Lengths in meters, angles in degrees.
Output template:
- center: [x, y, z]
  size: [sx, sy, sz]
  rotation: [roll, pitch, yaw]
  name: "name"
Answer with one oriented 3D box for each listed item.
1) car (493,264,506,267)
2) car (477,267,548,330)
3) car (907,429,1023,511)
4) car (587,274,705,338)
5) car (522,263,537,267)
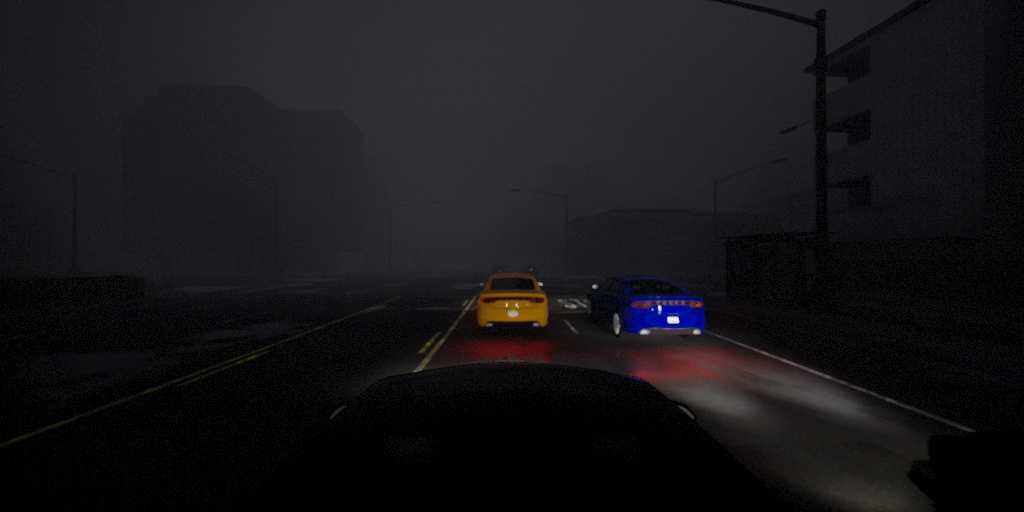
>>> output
- center: [-1.553, 1.649, 45.306]
  size: [1.895, 1.301, 4.718]
  rotation: [0, -1, -3]
  name: "car"
- center: [-0.007, 1.270, 11.286]
  size: [1.882, 1.535, 5.008]
  rotation: [0, 0, -1]
  name: "car"
- center: [3.573, 1.344, 0.206]
  size: [1.895, 1.301, 4.718]
  rotation: [0, 0, 0]
  name: "car"
- center: [3.507, 1.266, 10.339]
  size: [1.882, 1.535, 5.008]
  rotation: [0, 0, -1]
  name: "car"
- center: [2.087, 1.571, 43.025]
  size: [1.994, 1.385, 4.181]
  rotation: [0, -1, -4]
  name: "car"
